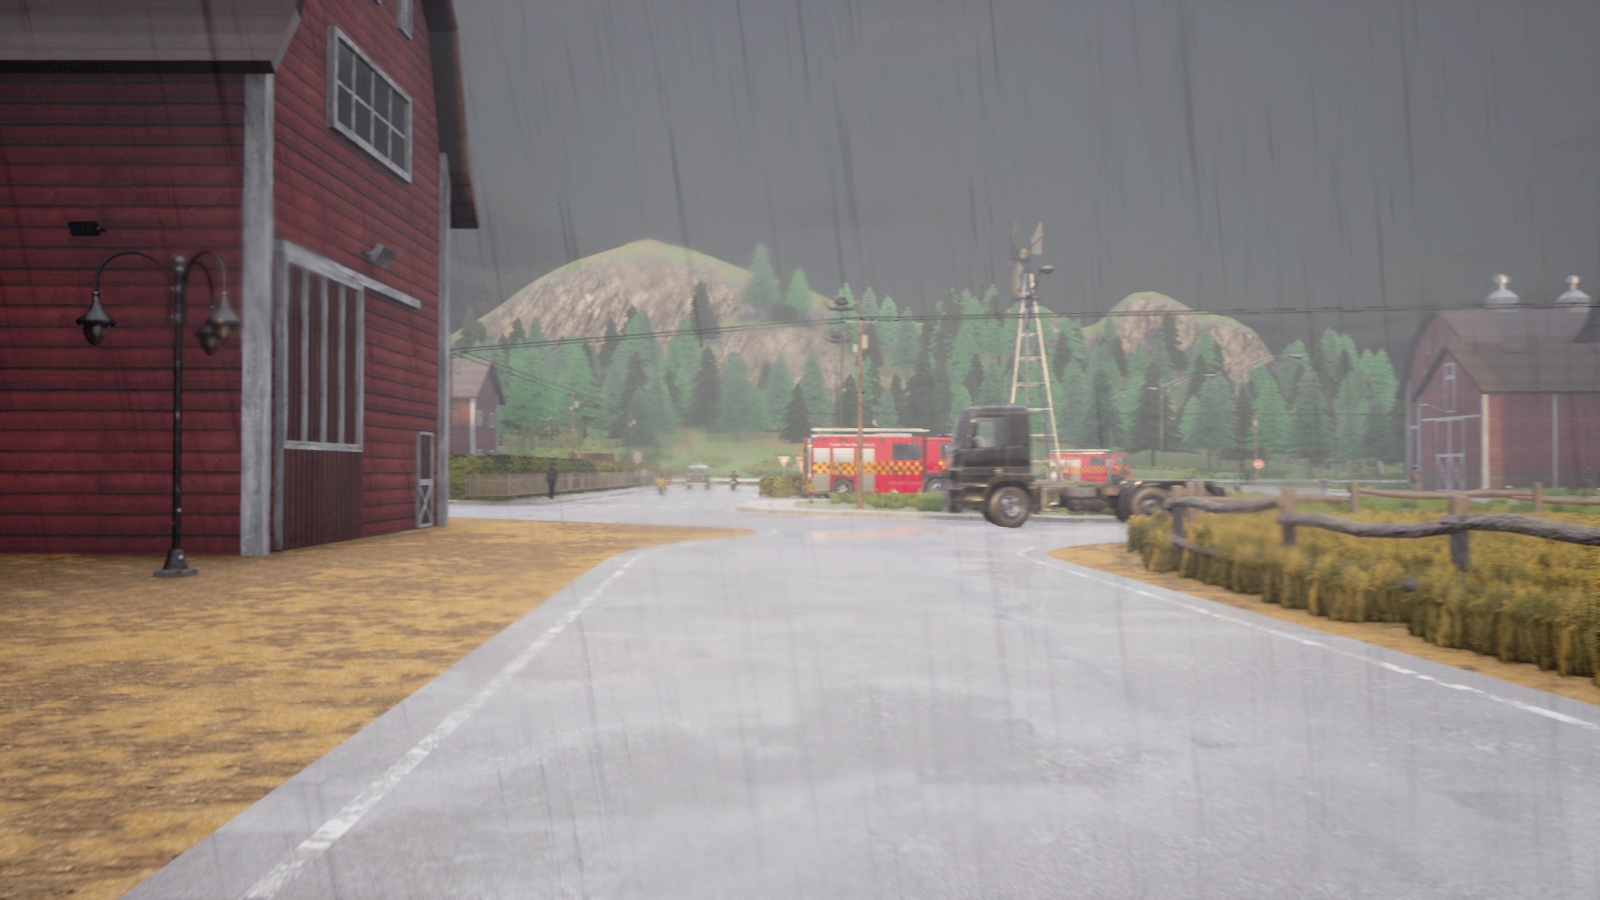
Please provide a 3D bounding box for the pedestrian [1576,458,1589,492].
[{"bbox_3d":[42.844,1.354,68.765,0.353,1.847,0.614,0,-1,4],"label":"pedestrian"}]

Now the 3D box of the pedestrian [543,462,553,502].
[{"bbox_3d":[-12.296,1.574,61.270,0.423,1.949,0.788,0,-1,-7],"label":"pedestrian"}]

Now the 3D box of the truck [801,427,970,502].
[{"bbox_3d":[4.513,0.738,66.615,8.468,3.827,2.891,0,-1,-10],"label":"truck"}]

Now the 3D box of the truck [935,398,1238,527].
[{"bbox_3d":[7.881,0.369,35.420,7.936,3.462,2.891,0,-1,2],"label":"truck"}]
